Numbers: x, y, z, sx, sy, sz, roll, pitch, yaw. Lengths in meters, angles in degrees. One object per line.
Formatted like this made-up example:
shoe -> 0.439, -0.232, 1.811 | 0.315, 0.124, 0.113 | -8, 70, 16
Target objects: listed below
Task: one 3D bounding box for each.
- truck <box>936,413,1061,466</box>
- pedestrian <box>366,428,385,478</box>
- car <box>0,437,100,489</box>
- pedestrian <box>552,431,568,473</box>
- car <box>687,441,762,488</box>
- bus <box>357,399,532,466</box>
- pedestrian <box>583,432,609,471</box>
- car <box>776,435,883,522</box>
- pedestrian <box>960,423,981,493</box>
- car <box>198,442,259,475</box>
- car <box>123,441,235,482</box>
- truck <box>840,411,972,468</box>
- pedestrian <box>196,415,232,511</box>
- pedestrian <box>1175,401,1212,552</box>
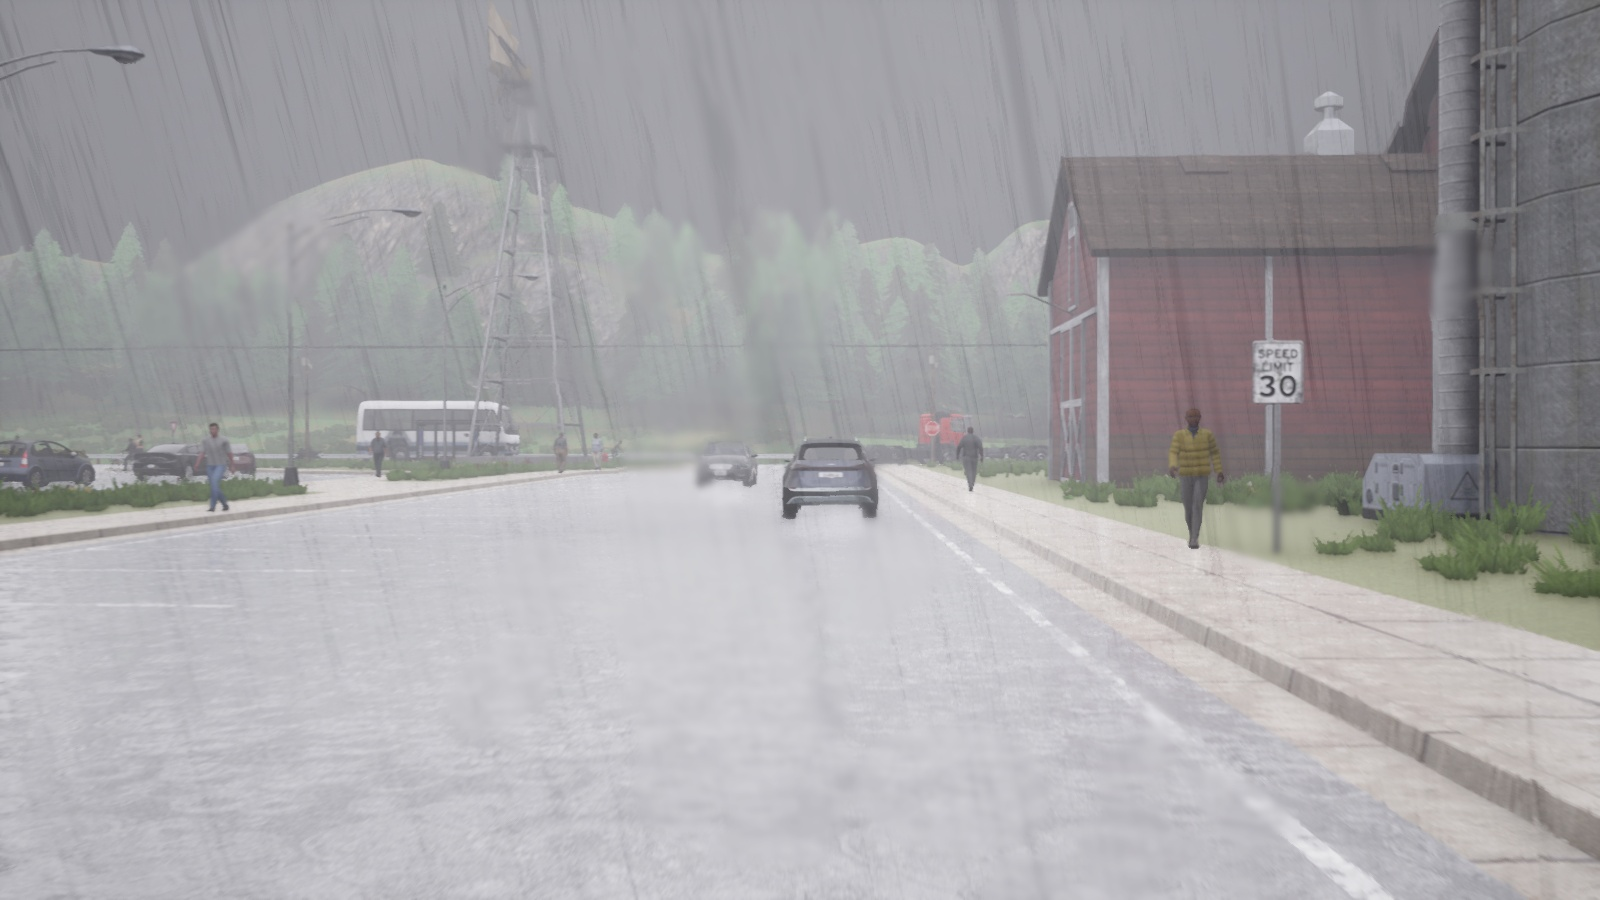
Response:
truck -> 13.191, -0.694, 83.858 | 7.936, 3.462, 2.891 | 0, 0, 2
pedestrian -> -16.041, 0.114, 47.504 | 0.540, 1.848, 0.694 | 0, 0, -5
car -> -24.977, 0.388, 41.069 | 1.851, 1.617, 3.988 | 0, 0, 2
pedestrian -> -10.434, 0.084, 54.568 | 0.540, 1.848, 0.694 | 0, 0, 5
car -> -2.506, 0.459, 42.855 | 2.128, 1.511, 4.902 | 0, 0, 1
bus -> -23.056, -1.113, 81.812 | 10.273, 4.253, 3.944 | 0, 0, 2
pedestrian -> -9.800, 0.052, 60.396 | 0.874, 1.855, 0.900 | 0, 0, 22
car -> 0.619, 0.529, 26.254 | 2.033, 1.649, 4.856 | 0, 0, 1
pedestrian -> 4.665, 0.213, 34.396 | 0.563, 1.883, 0.849 | 0, 0, 8
car -> -27.042, 0.386, 59.341 | 2.163, 1.488, 4.792 | 0, 0, -30
car -> -24.708, 0.417, 50.208 | 1.882, 1.535, 5.008 | 0, 0, 1
truck -> 6.728, -0.676, 79.576 | 7.936, 3.462, 2.891 | 0, 1, -26
pedestrian -> -11.378, 0.253, 24.382 | 0.354, 1.836, 0.706 | 0, 0, 0
pedestrian -> 4.897, 0.319, 15.608 | 0.370, 1.835, 0.726 | 0, 0, 23
